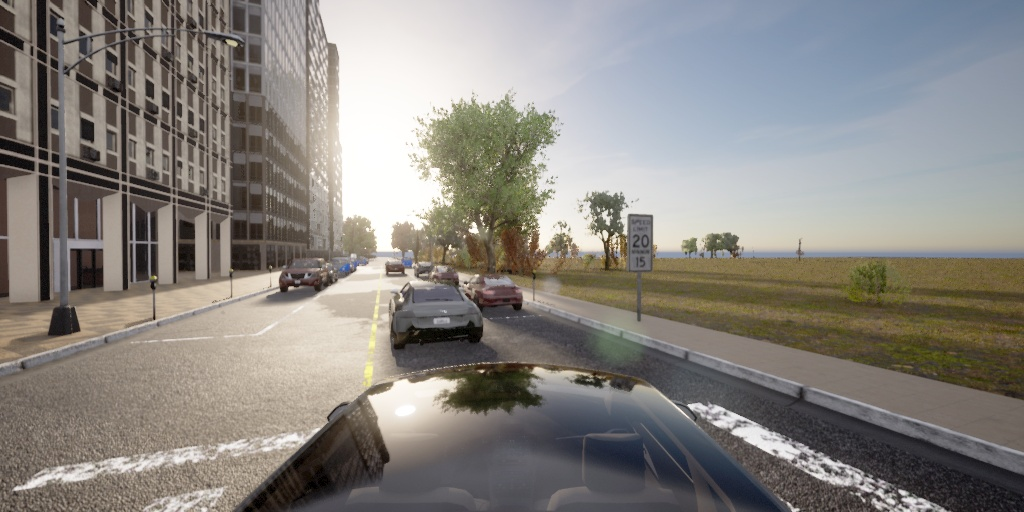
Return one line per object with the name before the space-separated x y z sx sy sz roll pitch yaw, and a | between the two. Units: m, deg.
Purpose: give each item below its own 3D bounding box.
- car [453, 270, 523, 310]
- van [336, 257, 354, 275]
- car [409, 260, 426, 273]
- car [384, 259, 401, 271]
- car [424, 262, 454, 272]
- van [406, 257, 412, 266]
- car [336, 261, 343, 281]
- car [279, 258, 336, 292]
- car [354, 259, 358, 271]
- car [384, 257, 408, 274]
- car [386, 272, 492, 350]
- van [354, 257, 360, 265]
car | -0.878 1.318 13.799 1.802 1.307 4.207 0 0 -20
van | -17.716 1.063 37.049 1.690 1.789 3.998 0 0 -20
car | -8.475 1.267 34.623 2.007 1.370 4.403 0 0 -20
car | -16.309 1.198 48.913 2.128 1.511 4.902 0 0 -19
car | -4.651 1.308 24.222 1.802 1.307 4.207 0 0 -20
van | -17.821 1.035 60.705 1.690 1.789 3.998 0 0 -20
car | -14.020 1.297 26.588 1.948 1.339 4.313 0 0 -20
car | -12.192 1.051 21.351 2.192 1.841 5.009 0 0 -20
car | -19.588 1.299 42.271 1.802 1.307 4.207 0 0 -20
car | -12.789 1.193 39.229 1.882 1.535 5.008 0 0 -19
car | -2.124 1.306 9.287 1.994 1.385 4.181 0 0 -20
van | -21.459 1.054 47.494 1.690 1.789 3.998 0 0 -20
